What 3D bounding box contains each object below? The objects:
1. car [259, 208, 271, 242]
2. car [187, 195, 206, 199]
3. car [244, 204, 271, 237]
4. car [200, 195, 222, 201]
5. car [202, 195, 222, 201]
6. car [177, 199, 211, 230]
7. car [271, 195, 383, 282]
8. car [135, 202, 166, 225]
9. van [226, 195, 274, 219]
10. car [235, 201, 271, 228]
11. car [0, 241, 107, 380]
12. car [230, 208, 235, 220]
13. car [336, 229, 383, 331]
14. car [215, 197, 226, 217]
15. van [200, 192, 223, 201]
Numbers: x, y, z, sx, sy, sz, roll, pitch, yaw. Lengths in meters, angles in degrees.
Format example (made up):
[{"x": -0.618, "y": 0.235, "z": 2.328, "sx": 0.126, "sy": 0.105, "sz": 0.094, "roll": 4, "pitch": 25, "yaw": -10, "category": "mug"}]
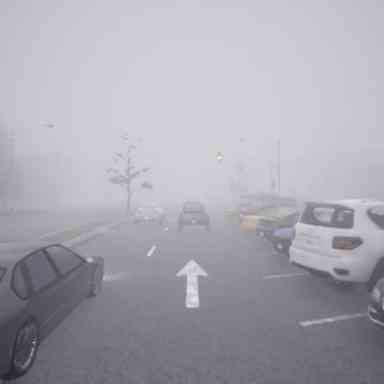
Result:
[{"x": 5.073, "y": 1.448, "z": 11.170, "sx": 5.008, "sy": 1.535, "sz": 2.097, "roll": 1, "pitch": 0, "yaw": -20, "category": "car"}, {"x": 0.093, "y": 1.415, "z": 36.176, "sx": 2.128, "sy": 1.511, "sz": 4.902, "roll": 0, "pitch": 0, "yaw": 0, "category": "car"}, {"x": 5.060, "y": 1.443, "z": 14.155, "sx": 4.892, "sy": 1.521, "sz": 2.231, "roll": 1, "pitch": 0, "yaw": -20, "category": "car"}, {"x": 4.877, "y": 1.509, "z": 87.232, "sx": 5.366, "sy": 1.575, "sz": 1.946, "roll": 1, "pitch": -1, "yaw": -20, "category": "car"}, {"x": 5.053, "y": 1.489, "z": 84.318, "sx": 4.674, "sy": 1.452, "sz": 2.002, "roll": 1, "pitch": -1, "yaw": -20, "category": "car"}, {"x": 0.096, "y": 1.434, "z": 20.695, "sx": 2.128, "sy": 1.511, "sz": 4.902, "roll": 0, "pitch": 0, "yaw": 0, "category": "car"}, {"x": 5.097, "y": 1.205, "z": 8.205, "sx": 5.566, "sy": 2.045, "sz": 2.435, "roll": 1, "pitch": 0, "yaw": -20, "category": "car"}, {"x": -2.906, "y": 1.465, "z": 23.681, "sx": 1.812, "sy": 1.442, "sz": 4.674, "roll": 0, "pitch": 0, "yaw": 0, "category": "car"}, {"x": 4.958, "y": 1.203, "z": 23.059, "sx": 4.442, "sy": 1.987, "sz": 1.878, "roll": 1, "pitch": 0, "yaw": -20, "category": "van"}, {"x": 5.240, "y": 1.436, "z": 17.203, "sx": 5.366, "sy": 1.575, "sz": 1.946, "roll": 1, "pitch": 0, "yaw": -20, "category": "car"}, {"x": -2.903, "y": 1.522, "z": 5.376, "sx": 2.033, "sy": 1.411, "sz": 5.357, "roll": 0, "pitch": 0, "yaw": 0, "category": "car"}, {"x": 5.091, "y": 1.463, "z": 20.133, "sx": 4.792, "sy": 1.488, "sz": 2.163, "roll": 1, "pitch": 0, "yaw": -20, "category": "car"}, {"x": 5.078, "y": 1.469, "z": 5.204, "sx": 4.892, "sy": 1.521, "sz": 2.231, "roll": 1, "pitch": 1, "yaw": -20, "category": "car"}, {"x": 4.891, "y": 1.422, "z": 26.018, "sx": 5.366, "sy": 1.575, "sz": 1.946, "roll": 1, "pitch": 0, "yaw": -20, "category": "car"}, {"x": 4.946, "y": 1.087, "z": 78.328, "sx": 4.442, "sy": 1.987, "sz": 1.878, "roll": 1, "pitch": -1, "yaw": -20, "category": "van"}]
